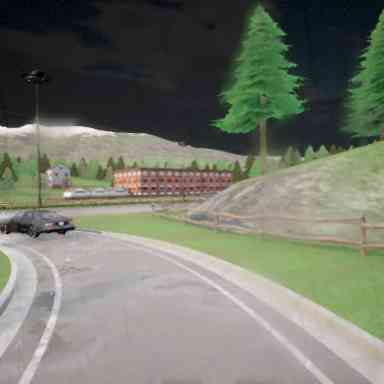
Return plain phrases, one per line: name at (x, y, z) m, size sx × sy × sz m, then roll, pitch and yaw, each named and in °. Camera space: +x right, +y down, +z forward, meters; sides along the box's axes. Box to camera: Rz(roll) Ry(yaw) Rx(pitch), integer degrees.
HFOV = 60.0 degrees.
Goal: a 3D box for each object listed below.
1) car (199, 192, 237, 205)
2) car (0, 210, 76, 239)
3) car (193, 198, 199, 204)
car at (4.414, 1.066, 56.355) m, size 5.566 × 2.045 × 2.150 m, roll -1°, pitch 0°, yaw -39°
car at (-8.773, 1.716, 18.574) m, size 5.357 × 1.411 × 2.033 m, roll -1°, pitch 0°, yaw 35°
car at (2.301, 1.239, 59.138) m, size 4.553 × 1.767 × 2.097 m, roll -1°, pitch 0°, yaw -39°
